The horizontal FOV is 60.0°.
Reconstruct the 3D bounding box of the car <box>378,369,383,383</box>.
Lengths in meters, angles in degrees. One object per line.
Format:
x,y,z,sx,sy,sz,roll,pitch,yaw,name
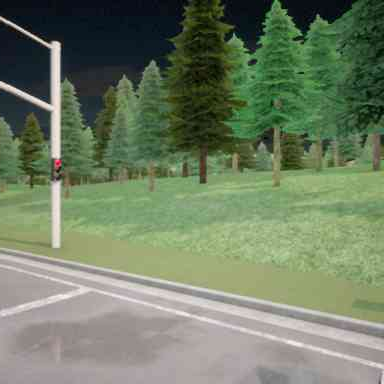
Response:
3.414,1.353,1.553,4.553,1.767,2.097,0,0,36,car
